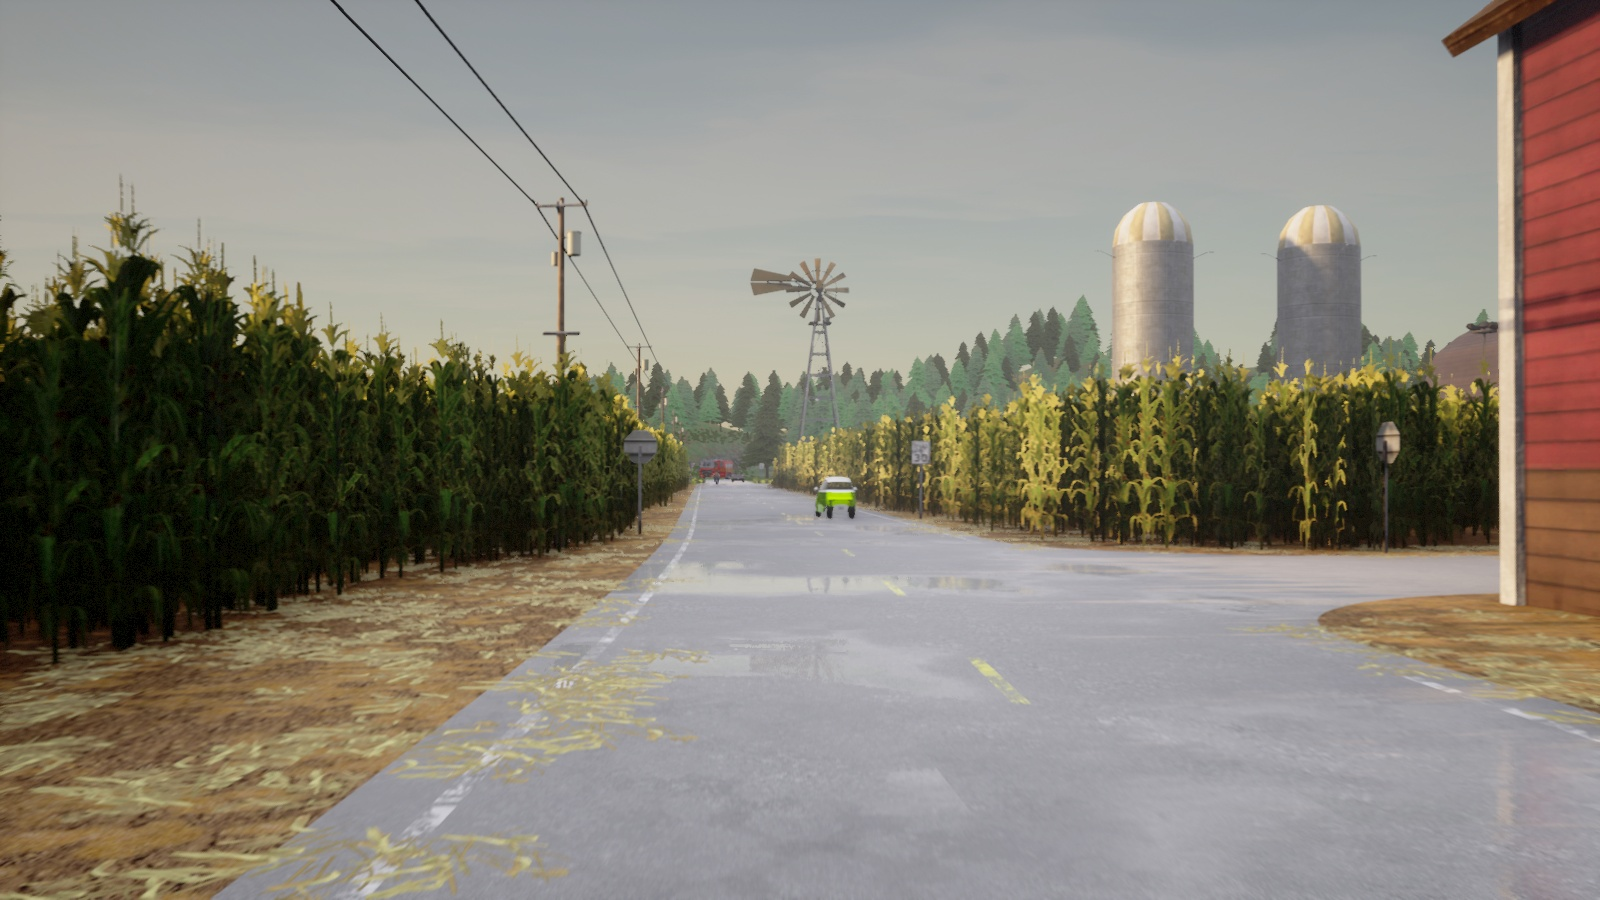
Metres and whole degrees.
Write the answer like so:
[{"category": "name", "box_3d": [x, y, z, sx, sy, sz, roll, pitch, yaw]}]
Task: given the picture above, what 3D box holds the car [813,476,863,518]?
[{"category": "car", "box_3d": [1.265, 1.577, 42.554, 1.481, 1.376, 2.207, 0, -1, -4]}]
